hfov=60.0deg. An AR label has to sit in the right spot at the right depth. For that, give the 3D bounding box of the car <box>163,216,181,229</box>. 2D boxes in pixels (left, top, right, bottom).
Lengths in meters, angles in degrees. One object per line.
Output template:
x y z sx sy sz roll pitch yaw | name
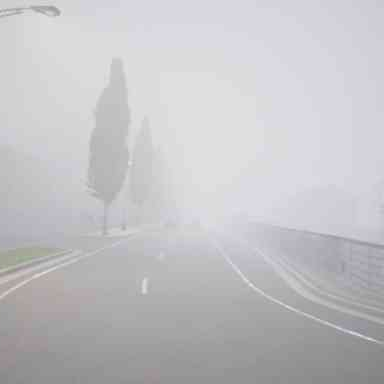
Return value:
-3.099 4.685 49.683 1.812 1.442 4.674 3 -4 0 | car

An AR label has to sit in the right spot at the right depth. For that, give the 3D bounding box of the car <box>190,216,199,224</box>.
0.498 6.268 74.711 1.837 1.490 4.892 3 -4 1 | car

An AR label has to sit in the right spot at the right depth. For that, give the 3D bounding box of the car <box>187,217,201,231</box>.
0.343 4.648 46.158 2.033 1.411 5.357 3 -4 1 | car

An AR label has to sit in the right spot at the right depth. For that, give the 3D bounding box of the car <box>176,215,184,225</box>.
-3.006 5.475 64.147 2.097 1.767 4.553 3 -4 1 | car

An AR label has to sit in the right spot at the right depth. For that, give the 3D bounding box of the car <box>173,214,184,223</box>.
-2.990 5.945 74.725 2.097 1.767 4.553 3 -4 1 | car

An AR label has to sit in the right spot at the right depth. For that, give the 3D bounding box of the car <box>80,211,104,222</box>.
-17.168 4.188 57.230 4.553 1.767 2.097 2 -3 36 | car
